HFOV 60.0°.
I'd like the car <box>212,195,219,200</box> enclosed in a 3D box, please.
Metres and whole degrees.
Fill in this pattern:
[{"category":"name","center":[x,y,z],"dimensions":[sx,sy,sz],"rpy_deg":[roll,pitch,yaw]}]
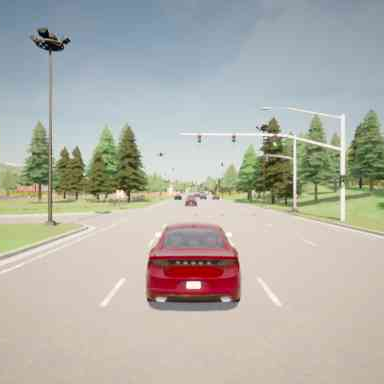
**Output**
[{"category":"car","center":[6.731,1.502,94.363],"dimensions":[2.128,1.511,4.902],"rpy_deg":[0,0,0]}]

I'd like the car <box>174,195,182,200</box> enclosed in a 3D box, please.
[{"category":"car","center":[-3.759,1.456,90.583],"dimensions":[1.882,1.535,5.008],"rpy_deg":[0,0,0]}]

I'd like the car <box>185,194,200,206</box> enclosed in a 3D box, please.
[{"category":"car","center":[-0.150,1.513,52.897],"dimensions":[1.812,1.442,4.674],"rpy_deg":[0,0,0]}]

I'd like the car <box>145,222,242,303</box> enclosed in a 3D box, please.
[{"category":"car","center":[0.040,1.476,8.294],"dimensions":[1.882,1.535,5.008],"rpy_deg":[0,0,0]}]

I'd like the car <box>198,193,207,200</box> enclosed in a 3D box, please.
[{"category":"car","center":[3.231,1.501,94.353],"dimensions":[1.812,1.442,4.674],"rpy_deg":[0,0,0]}]
